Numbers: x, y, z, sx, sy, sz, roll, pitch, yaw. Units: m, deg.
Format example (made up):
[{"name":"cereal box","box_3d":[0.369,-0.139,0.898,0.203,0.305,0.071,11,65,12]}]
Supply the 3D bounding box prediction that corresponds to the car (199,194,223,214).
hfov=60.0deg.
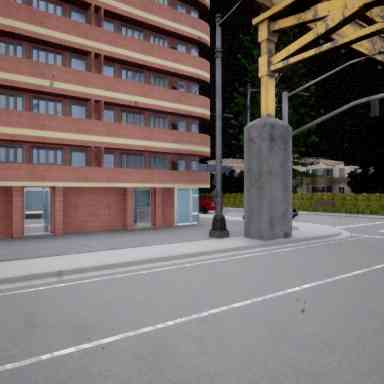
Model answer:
[{"name":"car","box_3d":[1.025,1.258,36.568,2.150,2.045,5.566,0,0,-35]}]

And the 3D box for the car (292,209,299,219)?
[{"name":"car","box_3d":[6.748,1.616,28.496,1.895,1.301,4.718,0,0,-35]}]
